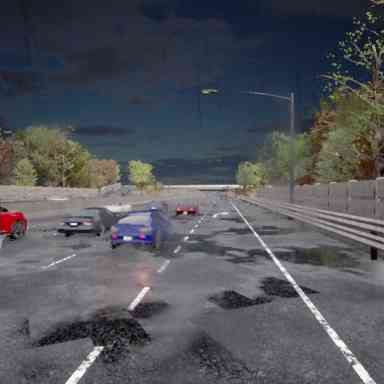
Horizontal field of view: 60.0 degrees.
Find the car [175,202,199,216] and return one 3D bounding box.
[{"bbox_3d":[-0.385,1.603,32.369,1.895,1.301,4.718,0,0,5],"label":"car"}]

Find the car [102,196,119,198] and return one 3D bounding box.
[{"bbox_3d":[-15.049,1.586,64.475,2.033,1.411,5.357,0,0,6],"label":"car"}]

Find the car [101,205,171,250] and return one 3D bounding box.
[{"bbox_3d":[-2.094,1.525,14.314,1.812,1.442,4.674,0,0,5],"label":"car"}]

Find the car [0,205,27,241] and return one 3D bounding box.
[{"bbox_3d":[-9.187,1.224,13.673,2.150,2.045,5.566,0,0,5],"label":"car"}]

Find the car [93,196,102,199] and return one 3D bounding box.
[{"bbox_3d":[-18.409,1.551,65.968,2.128,1.511,4.902,0,0,6],"label":"car"}]

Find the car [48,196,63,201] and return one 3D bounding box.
[{"bbox_3d":[-25.671,1.560,63.472,1.812,1.442,4.674,0,0,6],"label":"car"}]

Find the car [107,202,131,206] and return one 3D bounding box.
[{"bbox_3d":[-7.399,1.603,32.557,1.895,1.301,4.718,0,0,5],"label":"car"}]

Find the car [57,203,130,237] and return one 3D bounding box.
[{"bbox_3d":[-5.260,1.547,17.999,2.033,1.411,5.357,0,0,5],"label":"car"}]

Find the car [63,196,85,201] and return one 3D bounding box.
[{"bbox_3d":[-22.132,1.537,63.833,2.128,1.511,4.902,0,0,6],"label":"car"}]

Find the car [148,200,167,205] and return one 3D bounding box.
[{"bbox_3d":[-3.633,1.567,35.194,1.994,1.385,4.181,0,0,5],"label":"car"}]
